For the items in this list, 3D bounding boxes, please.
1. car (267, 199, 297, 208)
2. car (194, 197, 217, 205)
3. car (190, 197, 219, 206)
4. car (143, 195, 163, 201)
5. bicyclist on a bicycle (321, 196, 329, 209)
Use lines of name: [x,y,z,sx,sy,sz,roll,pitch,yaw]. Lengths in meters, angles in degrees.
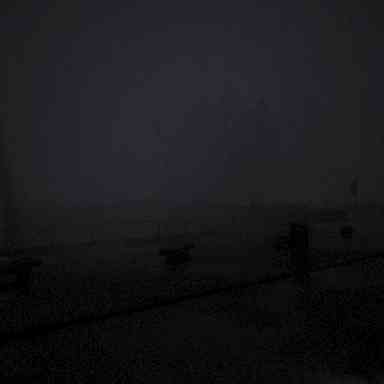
car: [10.169,1.525,35.870,1.812,1.442,4.674,0,0,-36]
car: [2.076,1.490,47.286,2.128,1.511,4.902,0,0,-35]
car: [1.965,1.547,54.530,2.033,1.411,5.357,0,0,-35]
car: [-7.076,1.195,60.383,1.882,1.535,5.008,0,0,-35]
bicyclist on a bicycle: [16.563,1.348,41.339,1.656,1.620,0.582,0,0,-35]
